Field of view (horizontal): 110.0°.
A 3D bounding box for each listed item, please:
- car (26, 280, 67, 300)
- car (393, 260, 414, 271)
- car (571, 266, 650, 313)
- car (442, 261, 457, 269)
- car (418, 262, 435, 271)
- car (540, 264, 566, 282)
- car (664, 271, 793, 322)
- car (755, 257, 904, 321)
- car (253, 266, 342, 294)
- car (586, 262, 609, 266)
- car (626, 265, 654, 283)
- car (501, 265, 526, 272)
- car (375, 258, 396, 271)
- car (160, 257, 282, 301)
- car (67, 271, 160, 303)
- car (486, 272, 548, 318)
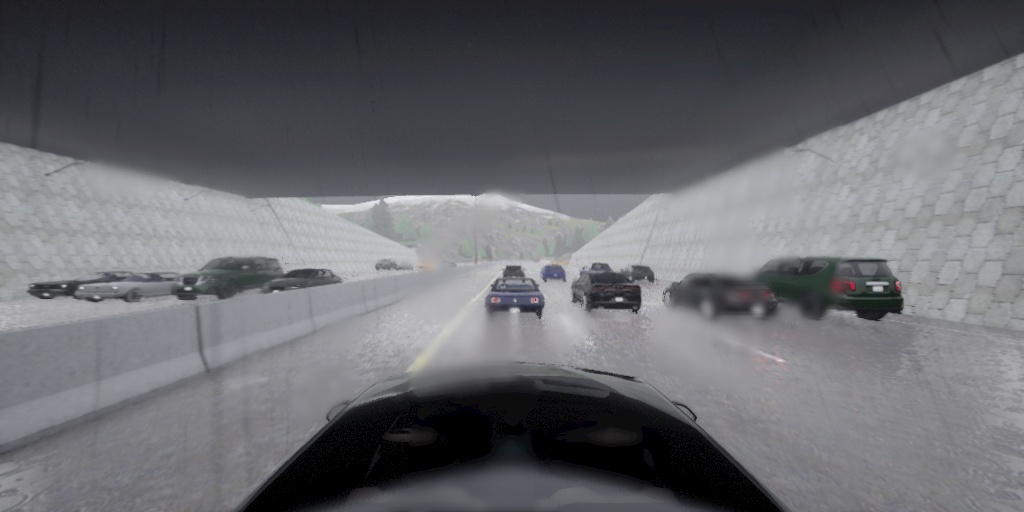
[{"bbox_3d":[-21.086,1.459,18.443,1.895,1.301,4.718,0,0,0],"label":"car"},{"bbox_3d":[-17.451,1.728,58.733,1.994,1.385,4.181,0,0,1],"label":"car"},{"bbox_3d":[3.606,1.327,14.515,1.882,1.535,5.008,0,0,0],"label":"car"},{"bbox_3d":[-10.455,1.673,60.007,2.128,1.511,4.902,0,0,1],"label":"car"},{"bbox_3d":[-13.954,1.646,58.834,1.882,1.535,5.008,0,0,1],"label":"car"},{"bbox_3d":[3.637,1.462,32.356,1.882,1.535,5.008,0,0,0],"label":"car"},{"bbox_3d":[7.105,1.344,12.760,1.837,1.490,4.892,0,0,0],"label":"car"},{"bbox_3d":[10.605,1.066,13.066,2.150,2.045,5.566,0,0,0],"label":"car"},{"bbox_3d":[-10.586,1.373,18.530,1.837,1.490,4.892,0,0,0],"label":"car"},{"bbox_3d":[7.132,1.326,30.526,2.097,1.767,4.553,0,0,0],"label":"car"},{"bbox_3d":[10.634,1.484,30.885,1.837,1.490,4.892,0,0,0],"label":"car"},{"bbox_3d":[0.134,1.475,30.895,1.837,1.490,4.892,0,0,0],"label":"car"},{"bbox_3d":[-20.940,1.393,59.941,2.150,2.045,5.566,0,0,1],"label":"car"},{"bbox_3d":[-14.085,1.084,18.359,2.150,2.045,5.566,0,0,0],"label":"car"},{"bbox_3d":[-17.588,1.454,17.397,1.895,1.301,4.718,0,0,0],"label":"car"},{"bbox_3d":[0.107,1.440,13.464,1.895,1.301,4.718,0,0,0],"label":"car"}]
